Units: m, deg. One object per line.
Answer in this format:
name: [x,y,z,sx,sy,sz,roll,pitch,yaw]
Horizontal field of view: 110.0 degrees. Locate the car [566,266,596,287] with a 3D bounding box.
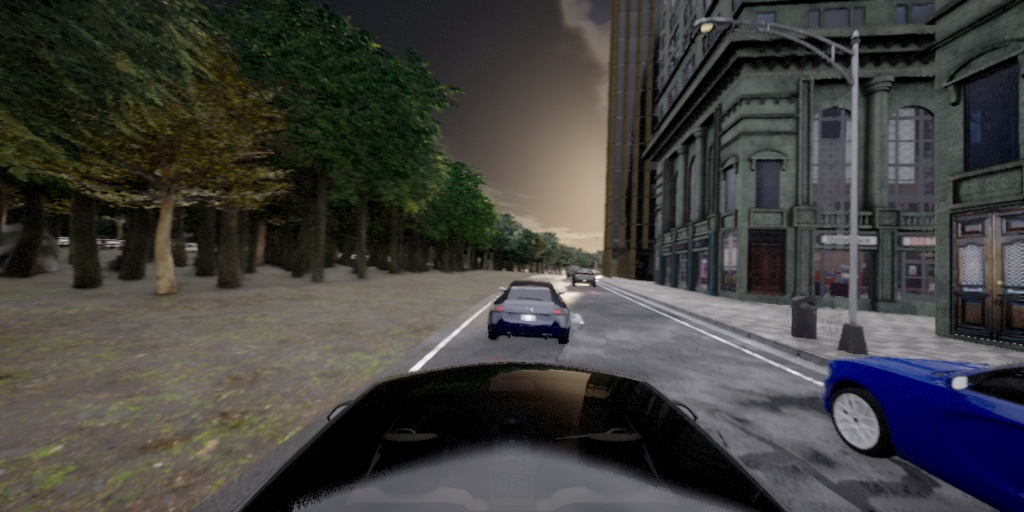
car: [5.936,1.753,30.108,2.128,1.511,4.902,2,-1,7]

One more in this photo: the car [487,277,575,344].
car: [0.518,1.371,10.021,1.994,1.385,4.181,2,0,4]

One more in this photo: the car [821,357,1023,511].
car: [4.580,1.404,2.261,1.882,1.535,5.008,2,0,4]

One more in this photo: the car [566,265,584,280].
car: [8.055,2.031,45.990,2.097,1.767,4.553,2,-1,9]
